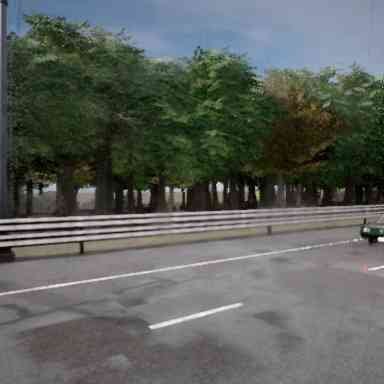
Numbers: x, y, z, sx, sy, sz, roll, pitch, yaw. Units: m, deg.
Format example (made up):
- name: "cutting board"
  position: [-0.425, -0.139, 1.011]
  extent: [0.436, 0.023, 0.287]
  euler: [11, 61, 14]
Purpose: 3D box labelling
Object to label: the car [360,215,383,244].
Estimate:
- name: "car"
  position: [9.610, 1.667, 14.917]
  extent: [4.718, 1.301, 1.895]
  euler: [0, 0, -36]
